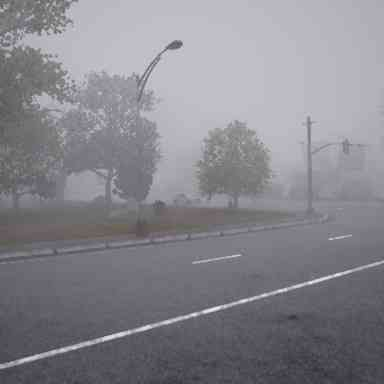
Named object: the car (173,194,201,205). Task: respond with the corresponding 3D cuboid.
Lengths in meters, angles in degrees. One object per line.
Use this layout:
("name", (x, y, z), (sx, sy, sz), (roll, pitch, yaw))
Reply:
("car", (-0.714, 0.939, 44.869), (1.812, 1.442, 4.674), (-2, 1, -39))

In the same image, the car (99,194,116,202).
("car", (-16.760, 1.187, 64.787), (2.033, 1.411, 5.357), (-2, 1, -39))
